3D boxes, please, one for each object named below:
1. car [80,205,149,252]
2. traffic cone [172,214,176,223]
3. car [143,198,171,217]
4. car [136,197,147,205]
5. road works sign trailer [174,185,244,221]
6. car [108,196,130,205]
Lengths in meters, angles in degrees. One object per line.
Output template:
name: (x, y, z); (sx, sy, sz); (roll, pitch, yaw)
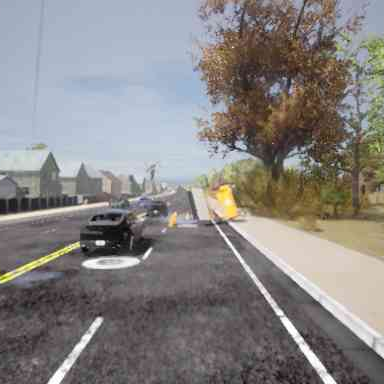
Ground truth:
car: (-3.148, 1.498, 13.828); (1.837, 1.490, 4.892); (0, 0, 0)
traffic cone: (-1.377, 1.944, 21.837); (0.340, 0.580, 0.340); (0, 0, 0)
car: (-3.144, 1.486, 31.392); (1.837, 1.490, 4.892); (0, 0, 0)
car: (-6.576, 1.490, 45.976); (1.812, 1.442, 4.674); (0, 0, 0)
road works sign trailer: (1.097, 0.920, 22.666); (2.880, 2.380, 3.560); (-27, -21, 36)
car: (-9.828, 1.317, 44.974); (2.097, 1.767, 4.553); (0, 0, 0)
